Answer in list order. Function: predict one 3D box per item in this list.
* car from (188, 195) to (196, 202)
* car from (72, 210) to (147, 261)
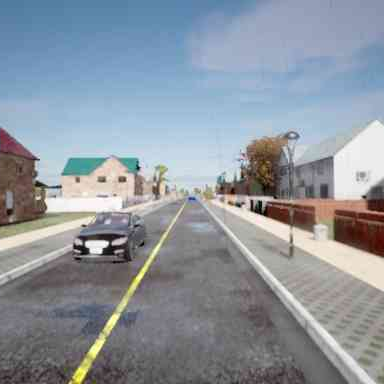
[{"bbox_3d":[0.030,1.532,79.576,1.882,1.535,5.008,0,0,0],"label":"car"},{"bbox_3d":[-2.819,1.467,12.268,2.128,1.511,4.902,0,0,0],"label":"car"}]
